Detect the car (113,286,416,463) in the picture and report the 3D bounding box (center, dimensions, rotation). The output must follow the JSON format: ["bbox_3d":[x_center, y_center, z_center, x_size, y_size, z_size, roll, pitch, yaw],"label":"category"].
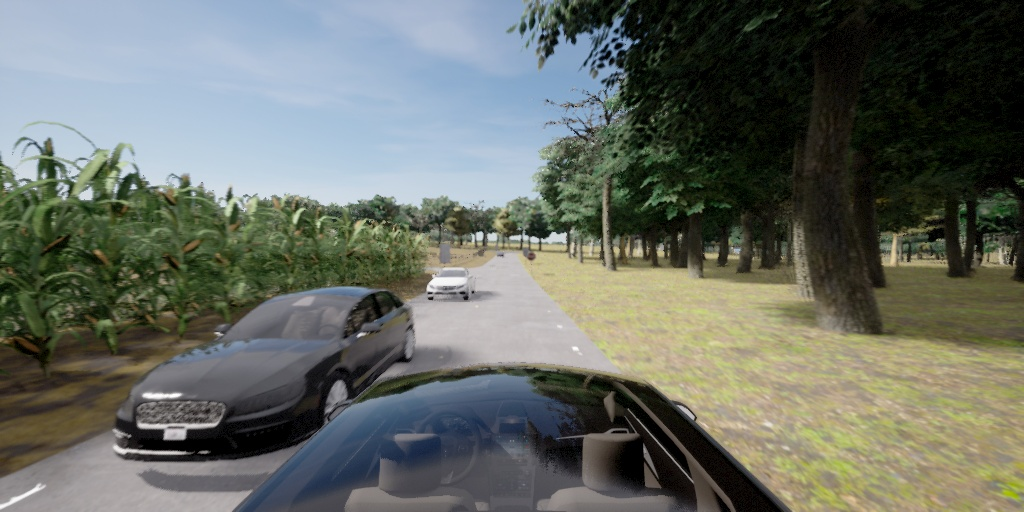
[{"bbox_3d":[-2.852,1.271,5.461,1.837,1.490,4.892,0,0,0],"label":"car"}]

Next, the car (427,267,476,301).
[{"bbox_3d":[-2.869,1.285,17.762,1.812,1.442,4.674,0,0,0],"label":"car"}]
